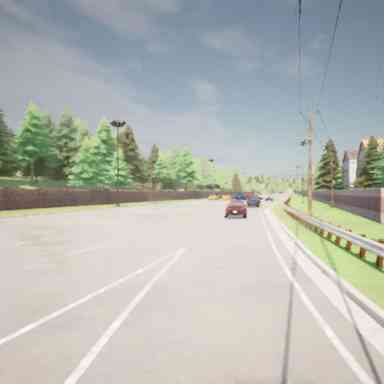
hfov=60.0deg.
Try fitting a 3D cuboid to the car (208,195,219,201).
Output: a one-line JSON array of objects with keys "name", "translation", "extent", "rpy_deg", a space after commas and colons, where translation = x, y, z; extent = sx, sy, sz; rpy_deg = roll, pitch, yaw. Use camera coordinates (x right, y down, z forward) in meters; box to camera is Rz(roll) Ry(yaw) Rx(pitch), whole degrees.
[{"name": "car", "translation": [5.559, 1.469, 86.042], "extent": [1.882, 1.535, 5.008], "rpy_deg": [0, 0, 17]}]

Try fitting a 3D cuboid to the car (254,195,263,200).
[{"name": "car", "translation": [18.663, 1.476, 92.951], "extent": [1.895, 1.301, 4.718], "rpy_deg": [0, 0, 17]}]

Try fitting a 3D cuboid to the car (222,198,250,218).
[{"name": "car", "translation": [4.137, 1.534, 30.610], "extent": [1.812, 1.442, 4.674], "rpy_deg": [0, 0, 11]}]

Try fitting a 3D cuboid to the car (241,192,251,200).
[{"name": "car", "translation": [15.318, 1.092, 93.978], "extent": [2.150, 2.045, 5.566], "rpy_deg": [0, 0, 17]}]

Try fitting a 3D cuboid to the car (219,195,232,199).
[{"name": "car", "translation": [8.905, 1.482, 85.015], "extent": [1.882, 1.535, 5.008], "rpy_deg": [0, 0, 17]}]

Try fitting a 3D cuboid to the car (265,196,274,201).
[{"name": "car", "translation": [19.685, 1.646, 84.353], "extent": [1.895, 1.301, 4.718], "rpy_deg": [0, 0, 17]}]

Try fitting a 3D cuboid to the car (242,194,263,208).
[{"name": "car", "translation": [9.352, 1.515, 50.246], "extent": [2.128, 1.511, 4.902], "rpy_deg": [0, 0, 17]}]

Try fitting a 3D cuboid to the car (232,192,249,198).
[{"name": "car", "translation": [12.261, 1.242, 84.017], "extent": [2.150, 2.045, 5.566], "rpy_deg": [0, 0, 17]}]
